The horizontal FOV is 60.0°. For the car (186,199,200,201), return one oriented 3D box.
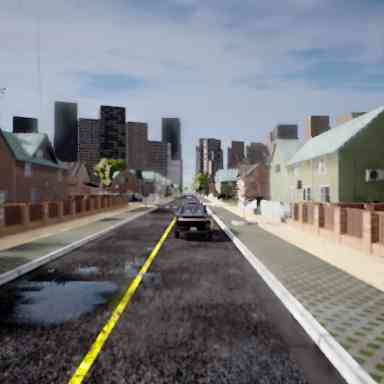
[{"bbox_3d":[0.094,1.411,33.155,2.128,1.511,4.902,0,0,0],"label":"car"}]

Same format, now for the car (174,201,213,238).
[{"bbox_3d":[0.089,1.446,17.359,2.128,1.511,4.902,0,0,0],"label":"car"}]
